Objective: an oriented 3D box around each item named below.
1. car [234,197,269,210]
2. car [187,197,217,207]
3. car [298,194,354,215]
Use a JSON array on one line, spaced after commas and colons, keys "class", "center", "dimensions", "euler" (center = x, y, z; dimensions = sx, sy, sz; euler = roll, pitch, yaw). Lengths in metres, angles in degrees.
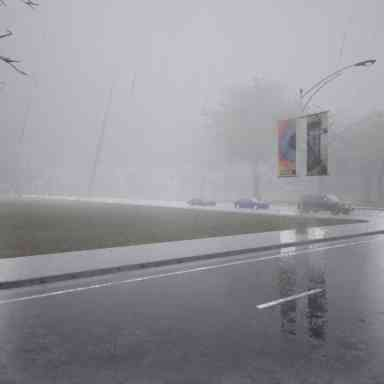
[{"class": "car", "center": [7.507, 1.444, 42.223], "dimensions": [1.882, 1.535, 5.008], "euler": [0, 0, -36]}, {"class": "car", "center": [1.424, 1.483, 50.569], "dimensions": [2.033, 1.411, 5.357], "euler": [0, 0, -36]}, {"class": "car", "center": [13.518, 1.224, 33.989], "dimensions": [2.150, 2.045, 5.566], "euler": [0, 0, -36]}]
